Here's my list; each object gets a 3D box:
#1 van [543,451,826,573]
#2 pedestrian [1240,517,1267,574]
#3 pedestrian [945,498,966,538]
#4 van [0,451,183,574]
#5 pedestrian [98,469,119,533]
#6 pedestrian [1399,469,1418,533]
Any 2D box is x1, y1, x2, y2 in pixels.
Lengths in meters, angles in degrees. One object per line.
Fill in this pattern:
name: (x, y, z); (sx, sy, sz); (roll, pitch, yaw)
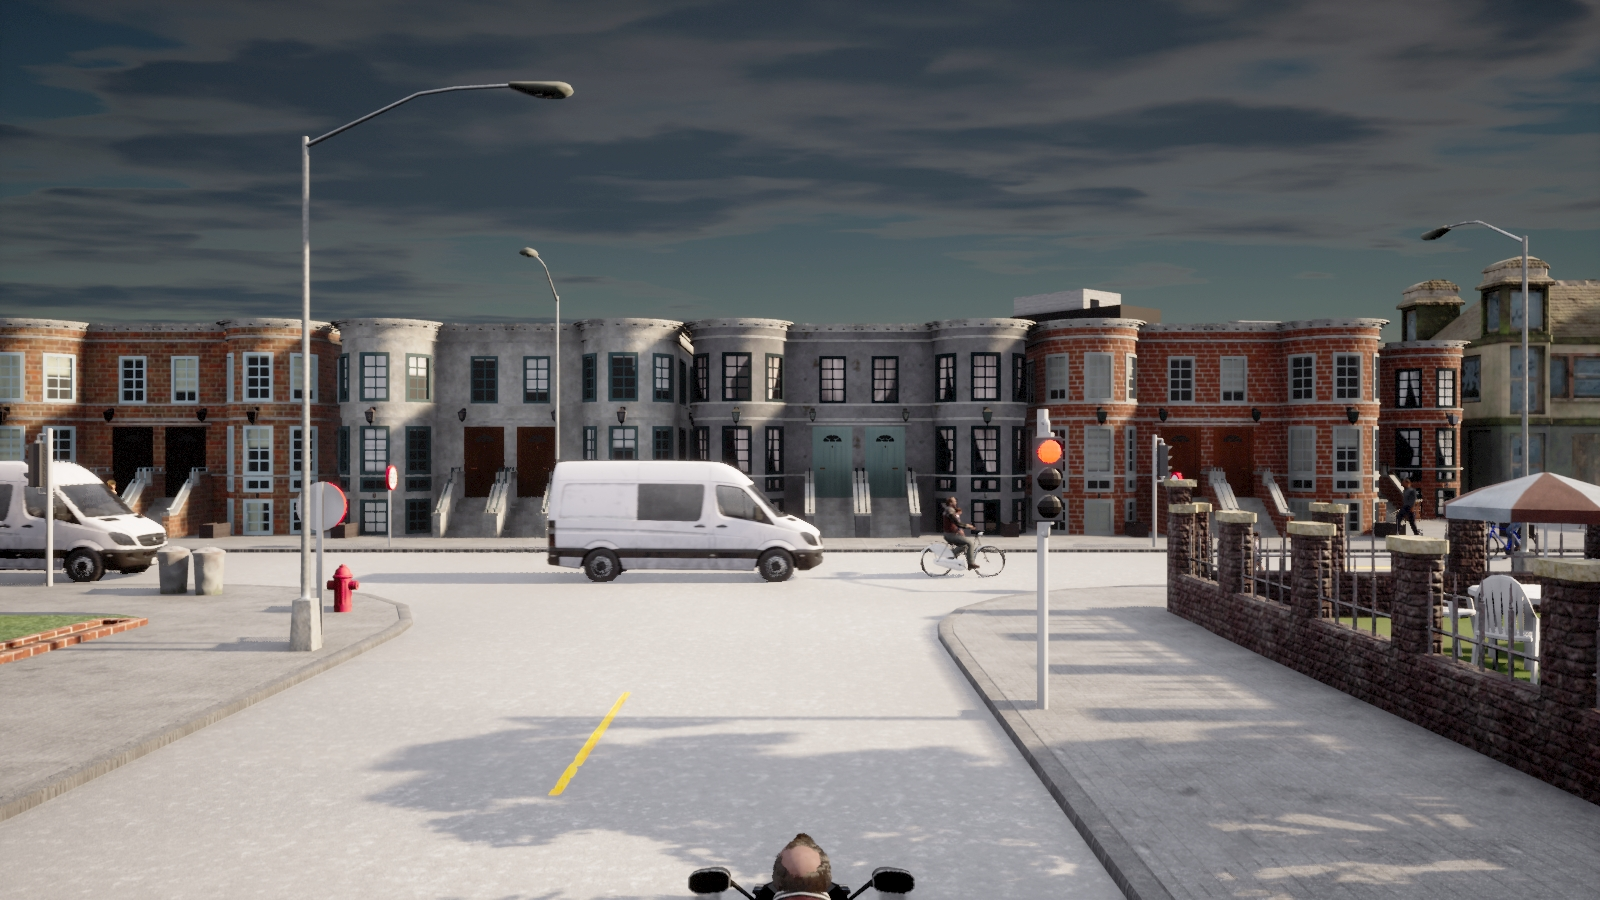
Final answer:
van: (-2.422, 1.304, 24.917); (5.915, 2.561, 1.988); (0, 0, 0)
pedestrian: (9.120, 1.908, 22.993); (0.500, 1.100, 0.500); (0, 0, 22)
pedestrian: (4.336, 1.892, 31.878); (0.500, 1.100, 0.500); (0, 0, -4)
van: (-16.960, 1.304, 24.919); (5.915, 2.561, 1.988); (0, 0, 0)
pedestrian: (-20.514, 1.511, 33.896); (0.375, 1.860, 0.375); (0, 0, -2)
pedestrian: (18.065, 1.512, 33.912); (0.375, 1.860, 0.375); (0, 0, -1)
